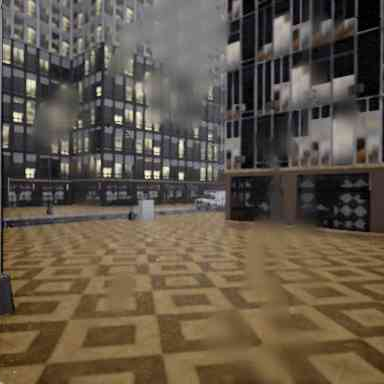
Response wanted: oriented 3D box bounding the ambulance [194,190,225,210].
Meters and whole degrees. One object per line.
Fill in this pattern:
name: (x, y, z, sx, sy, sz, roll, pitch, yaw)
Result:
ambulance: (3.072, 0.991, 43.295, 2.351, 2.431, 6.366, 1, 1, 44)
